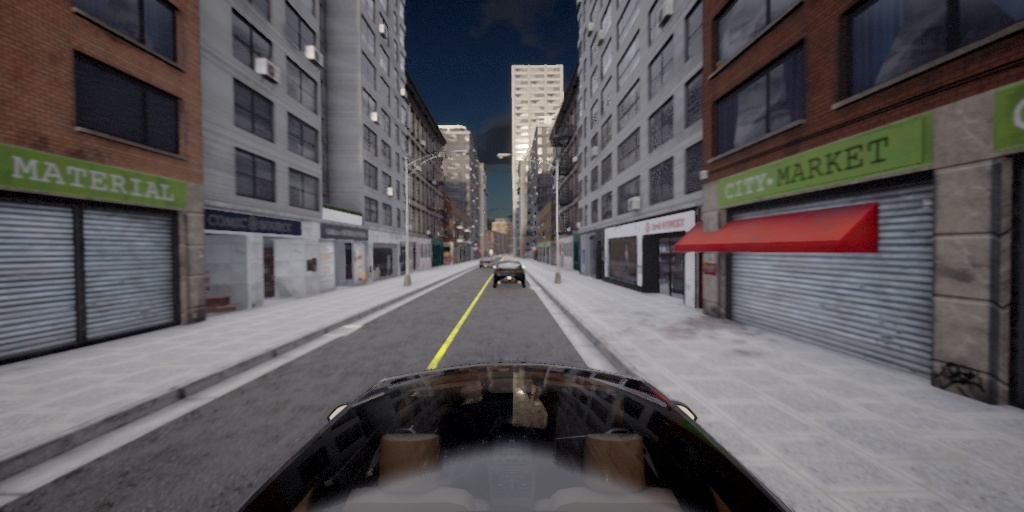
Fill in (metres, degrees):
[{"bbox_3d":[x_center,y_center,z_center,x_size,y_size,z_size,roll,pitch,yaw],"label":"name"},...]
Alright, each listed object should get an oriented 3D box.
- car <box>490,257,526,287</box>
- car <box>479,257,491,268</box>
[{"bbox_3d":[-0.171,1.019,22.384,1.882,1.535,5.008,-1,1,-1],"label":"car"},{"bbox_3d":[-3.346,0.874,47.743,2.033,1.411,5.357,-1,1,-1],"label":"car"}]
